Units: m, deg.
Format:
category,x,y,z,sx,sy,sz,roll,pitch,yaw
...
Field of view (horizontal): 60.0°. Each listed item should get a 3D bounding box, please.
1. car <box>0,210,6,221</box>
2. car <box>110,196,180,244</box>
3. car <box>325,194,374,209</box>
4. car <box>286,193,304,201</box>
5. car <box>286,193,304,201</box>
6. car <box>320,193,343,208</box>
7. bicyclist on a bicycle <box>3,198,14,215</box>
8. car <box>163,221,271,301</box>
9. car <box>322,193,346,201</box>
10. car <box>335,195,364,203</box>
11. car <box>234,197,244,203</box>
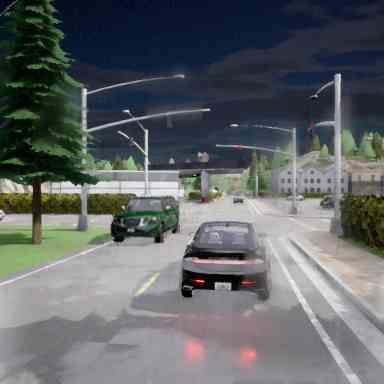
category,x,y,z,sx,sy,sz,roll,pitch,yaw
car,-16.566,1.525,25.214,4.674,1.442,1.812,0,0,8
car,-2.070,1.221,16.315,2.150,2.045,5.566,-1,0,9
car,18.312,1.339,38.623,4.514,1.523,2.007,0,0,8
car,24.474,1.076,78.876,3.866,1.878,1.905,0,0,8
car,23.406,1.360,75.668,3.806,1.475,1.970,0,0,8
car,18.696,1.330,41.736,5.027,1.636,2.152,0,0,8
bicyclist on a bicycle,-17.942,1.453,32.551,0.582,1.620,1.656,0,0,7
car,0.890,1.491,8.417,2.128,1.511,4.902,0,0,8
car,31.809,1.096,74.528,4.605,1.855,1.932,0,0,8
car,29.373,1.297,62.291,4.514,1.523,2.007,0,0,8
car,9.298,1.600,66.176,1.895,1.301,4.718,0,0,8
